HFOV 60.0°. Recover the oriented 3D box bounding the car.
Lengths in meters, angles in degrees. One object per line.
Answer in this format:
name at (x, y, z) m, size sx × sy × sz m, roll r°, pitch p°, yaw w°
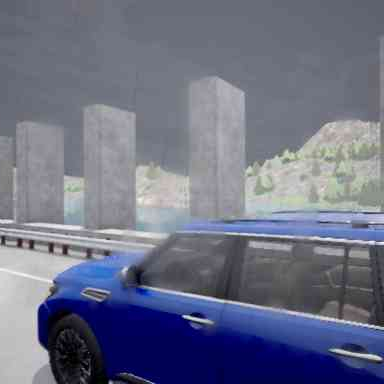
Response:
car at (0.737, 1.227, 3.440) m, size 5.566 × 2.045 × 2.150 m, roll 0°, pitch 0°, yaw 35°
